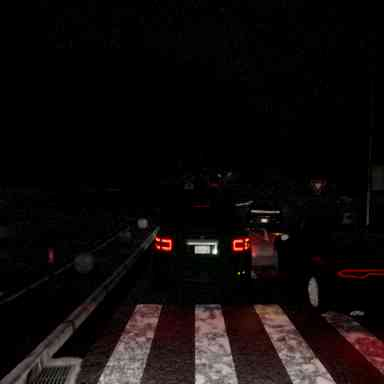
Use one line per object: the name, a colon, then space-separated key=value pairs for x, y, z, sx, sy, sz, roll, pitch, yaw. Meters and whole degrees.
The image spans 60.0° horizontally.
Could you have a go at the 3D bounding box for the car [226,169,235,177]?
car: x=11.144 y=-5.094 z=93.859 sx=1.812 sy=1.442 sz=4.674 roll=1 pitch=6 yaw=11

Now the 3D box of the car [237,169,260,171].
car: x=14.195 y=-4.305 z=83.663 sx=4.553 sy=1.767 sz=2.185 roll=1 pitch=5 yaw=10

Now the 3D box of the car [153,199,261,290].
car: x=0.267 y=1.193 z=9.195 sx=2.150 sy=2.045 sz=5.566 roll=0 pitch=1 yaw=1

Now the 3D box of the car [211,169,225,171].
car: x=6.736 y=-4.418 z=86.438 sx=1.882 sy=1.535 sz=5.008 roll=1 pitch=6 yaw=10

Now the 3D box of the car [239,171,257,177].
car: x=15.585 y=-4.927 z=91.752 sx=4.792 sy=1.488 sz=2.163 roll=1 pitch=6 yaw=11

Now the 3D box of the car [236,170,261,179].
car: x=13.676 y=-3.923 z=80.981 sx=4.892 sy=1.521 sz=2.231 roll=1 pitch=5 yaw=10

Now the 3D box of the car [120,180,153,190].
car: x=-8.285 y=-1.060 z=49.412 sx=4.892 sy=1.490 sz=1.837 roll=-1 pitch=2 yaw=-17

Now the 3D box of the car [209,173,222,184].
car: x=4.514 y=-2.514 z=66.375 sx=1.837 sy=1.490 sz=4.892 roll=0 pitch=5 yaw=2

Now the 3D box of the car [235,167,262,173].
car: x=15.151 y=-4.946 z=89.045 sx=5.566 sy=2.045 sz=2.435 roll=1 pitch=6 yaw=10

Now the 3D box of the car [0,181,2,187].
car: x=-34.355 y=-1.537 z=57.083 sx=5.008 sy=1.535 sz=1.882 roll=2 pitch=5 yaw=41

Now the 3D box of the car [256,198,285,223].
car: x=4.304 y=1.082 z=19.325 sx=2.128 sy=1.511 sz=4.902 roll=1 pitch=4 yaw=14

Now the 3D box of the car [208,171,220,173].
car: x=5.101 y=-3.482 z=76.553 sx=1.882 sy=1.535 sz=5.008 roll=1 pitch=5 yaw=9

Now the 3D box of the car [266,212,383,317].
car: x=3.242 y=1.465 z=7.638 sx=1.882 sy=1.535 sz=5.008 roll=0 pitch=0 yaw=1
